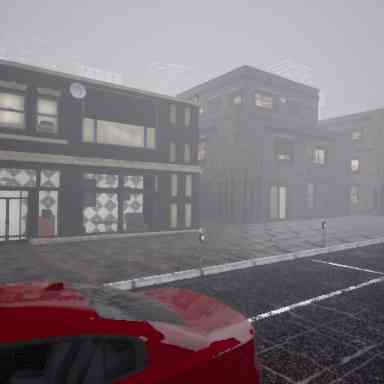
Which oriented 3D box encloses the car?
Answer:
[{"bbox_3d":[-1.741,1.477,2.133,5.008,1.535,1.882,0,0,-36],"label":"car"}]
